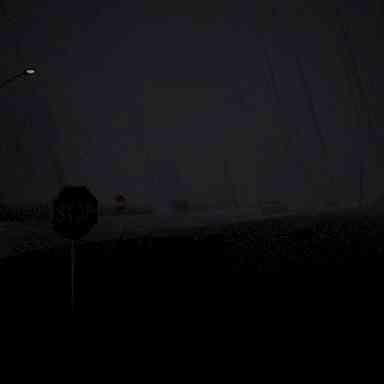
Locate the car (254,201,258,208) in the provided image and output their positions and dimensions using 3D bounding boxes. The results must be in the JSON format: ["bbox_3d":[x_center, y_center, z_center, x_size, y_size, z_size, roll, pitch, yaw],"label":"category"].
[{"bbox_3d":[12.586,1.957,58.142,2.097,1.767,4.553,1,-1,36],"label":"car"}]

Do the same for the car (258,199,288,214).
[{"bbox_3d":[11.043,1.924,44.058,2.097,1.767,4.553,1,0,36],"label":"car"}]

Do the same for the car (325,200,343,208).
[{"bbox_3d":[28.994,2.451,68.897,2.128,1.511,4.902,1,0,36],"label":"car"}]

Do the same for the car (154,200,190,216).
[{"bbox_3d":[-2.230,1.640,37.647,2.097,1.767,4.553,1,-1,36],"label":"car"}]
